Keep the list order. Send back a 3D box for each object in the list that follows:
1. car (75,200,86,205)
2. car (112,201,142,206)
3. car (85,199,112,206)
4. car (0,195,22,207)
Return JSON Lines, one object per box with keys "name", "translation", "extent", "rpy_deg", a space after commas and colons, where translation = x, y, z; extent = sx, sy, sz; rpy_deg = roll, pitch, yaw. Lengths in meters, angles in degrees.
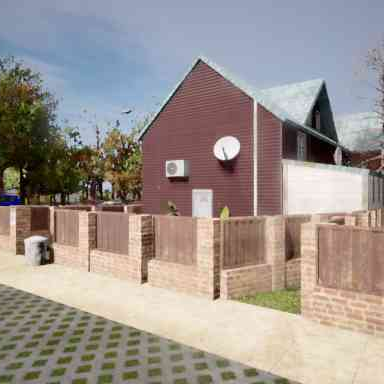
{"name": "car", "translation": [-10.996, 1.570, 36.019], "extent": [1.882, 1.535, 5.008], "rpy_deg": [0, 0, 35]}
{"name": "car", "translation": [-4.101, 1.551, 28.555], "extent": [1.882, 1.535, 5.008], "rpy_deg": [0, 0, 36]}
{"name": "car", "translation": [-6.921, 1.602, 30.181], "extent": [1.812, 1.442, 4.674], "rpy_deg": [0, 0, 35]}
{"name": "car", "translation": [-17.062, 1.279, 27.528], "extent": [2.150, 2.045, 5.566], "rpy_deg": [0, 0, 36]}
